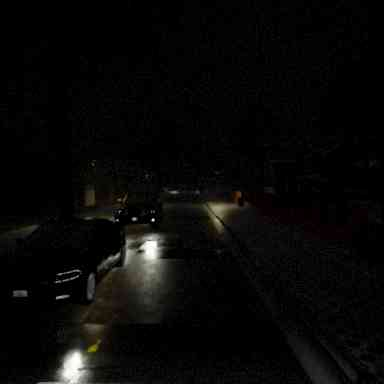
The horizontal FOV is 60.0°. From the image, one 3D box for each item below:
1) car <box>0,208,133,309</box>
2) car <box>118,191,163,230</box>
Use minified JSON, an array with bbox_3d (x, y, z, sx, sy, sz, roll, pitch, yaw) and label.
[{"bbox_3d":[-2.867,1.380,8.011,1.882,1.535,5.008,0,1,0],"label":"car"},{"bbox_3d":[-2.893,0.952,19.368,2.150,2.045,5.566,0,1,-1],"label":"car"}]
